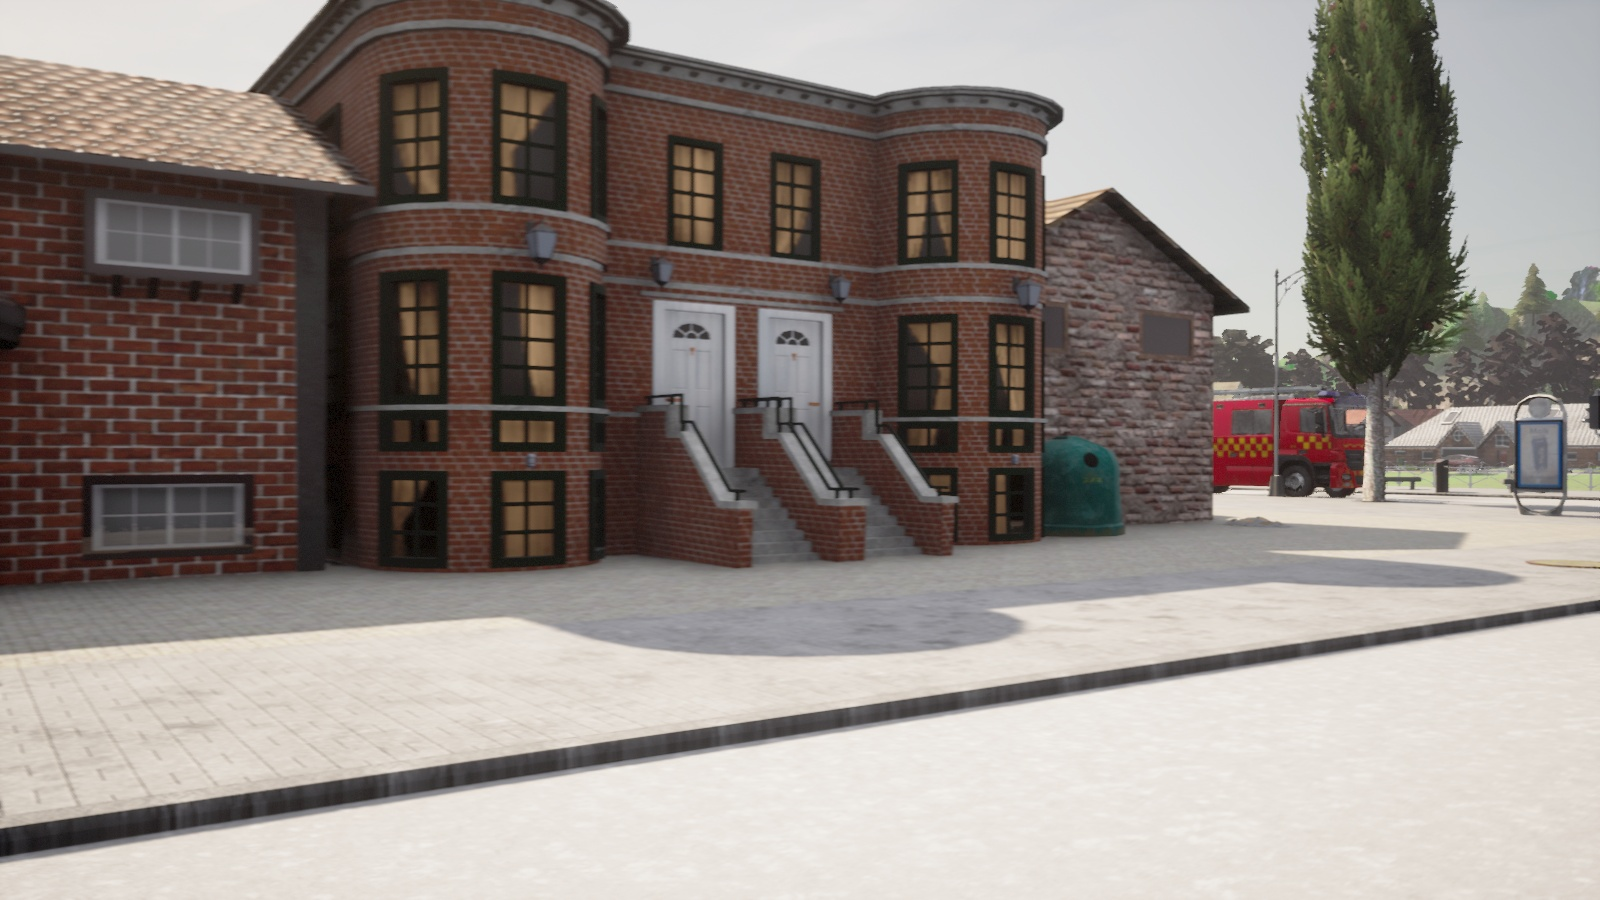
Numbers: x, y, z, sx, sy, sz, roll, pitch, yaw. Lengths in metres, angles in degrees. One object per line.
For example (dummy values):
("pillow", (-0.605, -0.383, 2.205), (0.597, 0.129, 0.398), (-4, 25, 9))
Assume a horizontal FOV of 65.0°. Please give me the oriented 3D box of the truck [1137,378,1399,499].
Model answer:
("truck", (16.172, -0.346, 44.146), (2.891, 3.827, 8.468), (0, 0, -35))
